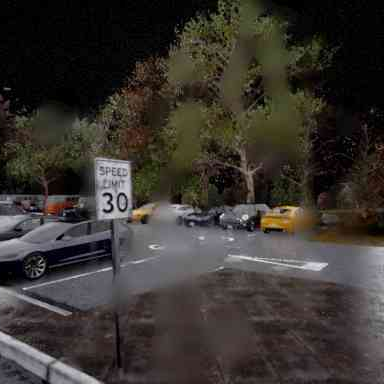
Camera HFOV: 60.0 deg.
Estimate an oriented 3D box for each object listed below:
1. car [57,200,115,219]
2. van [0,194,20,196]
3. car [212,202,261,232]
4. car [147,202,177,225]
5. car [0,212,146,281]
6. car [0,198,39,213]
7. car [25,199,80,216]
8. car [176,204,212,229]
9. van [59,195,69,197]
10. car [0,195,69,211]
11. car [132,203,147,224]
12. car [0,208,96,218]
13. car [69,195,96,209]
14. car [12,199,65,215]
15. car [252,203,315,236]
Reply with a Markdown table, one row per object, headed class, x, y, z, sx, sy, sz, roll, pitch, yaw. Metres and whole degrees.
| class | x | y | z | sx | sy | sz | roll | pitch | yaw |
| --- | --- | --- | --- | --- | --- | --- | --- | --- | --- |
| car | -9.802 | 1.571 | 31.105 | 2.163 | 1.488 | 4.792 | 0 | 0 | 36 |
| van | -18.800 | 1.317 | 37.532 | 1.878 | 1.987 | 4.442 | 0 | 0 | 36 |
| car | 3.585 | 1.471 | 21.467 | 2.185 | 1.767 | 4.553 | 0 | 0 | 36 |
| car | -0.819 | 1.619 | 24.620 | 2.002 | 1.452 | 4.674 | 0 | 0 | 36 |
| car | -4.031 | 1.635 | 10.758 | 2.163 | 1.488 | 4.792 | 0 | 0 | 36 |
| car | -20.987 | 1.554 | 39.260 | 2.097 | 1.535 | 5.008 | 0 | 0 | 36 |
| car | -14.354 | 1.561 | 34.477 | 2.163 | 1.488 | 4.792 | 0 | 0 | 36 |
| car | 1.407 | 1.618 | 22.972 | 2.163 | 1.488 | 4.792 | 0 | 0 | 36 |
| van | -12.059 | 1.309 | 32.921 | 1.878 | 1.987 | 4.442 | 0 | 0 | 36 |
| car | -8.490 | 1.335 | 14.065 | 2.435 | 2.045 | 5.566 | 0 | 0 | 36 |
| car | -3.169 | 1.567 | 26.099 | 1.946 | 1.575 | 5.366 | 0 | 0 | 36 |
| car | -6.258 | 1.596 | 12.416 | 2.097 | 1.535 | 5.008 | 0 | 0 | 36 |
| car | -7.526 | 1.300 | 29.524 | 2.435 | 2.045 | 5.566 | 0 | 0 | 36 |
| car | -16.491 | 1.563 | 36.027 | 2.163 | 1.488 | 4.792 | 0 | 0 | 36 |
| car | 5.807 | 1.606 | 19.811 | 2.097 | 1.535 | 5.008 | 0 | 0 | 36 |
